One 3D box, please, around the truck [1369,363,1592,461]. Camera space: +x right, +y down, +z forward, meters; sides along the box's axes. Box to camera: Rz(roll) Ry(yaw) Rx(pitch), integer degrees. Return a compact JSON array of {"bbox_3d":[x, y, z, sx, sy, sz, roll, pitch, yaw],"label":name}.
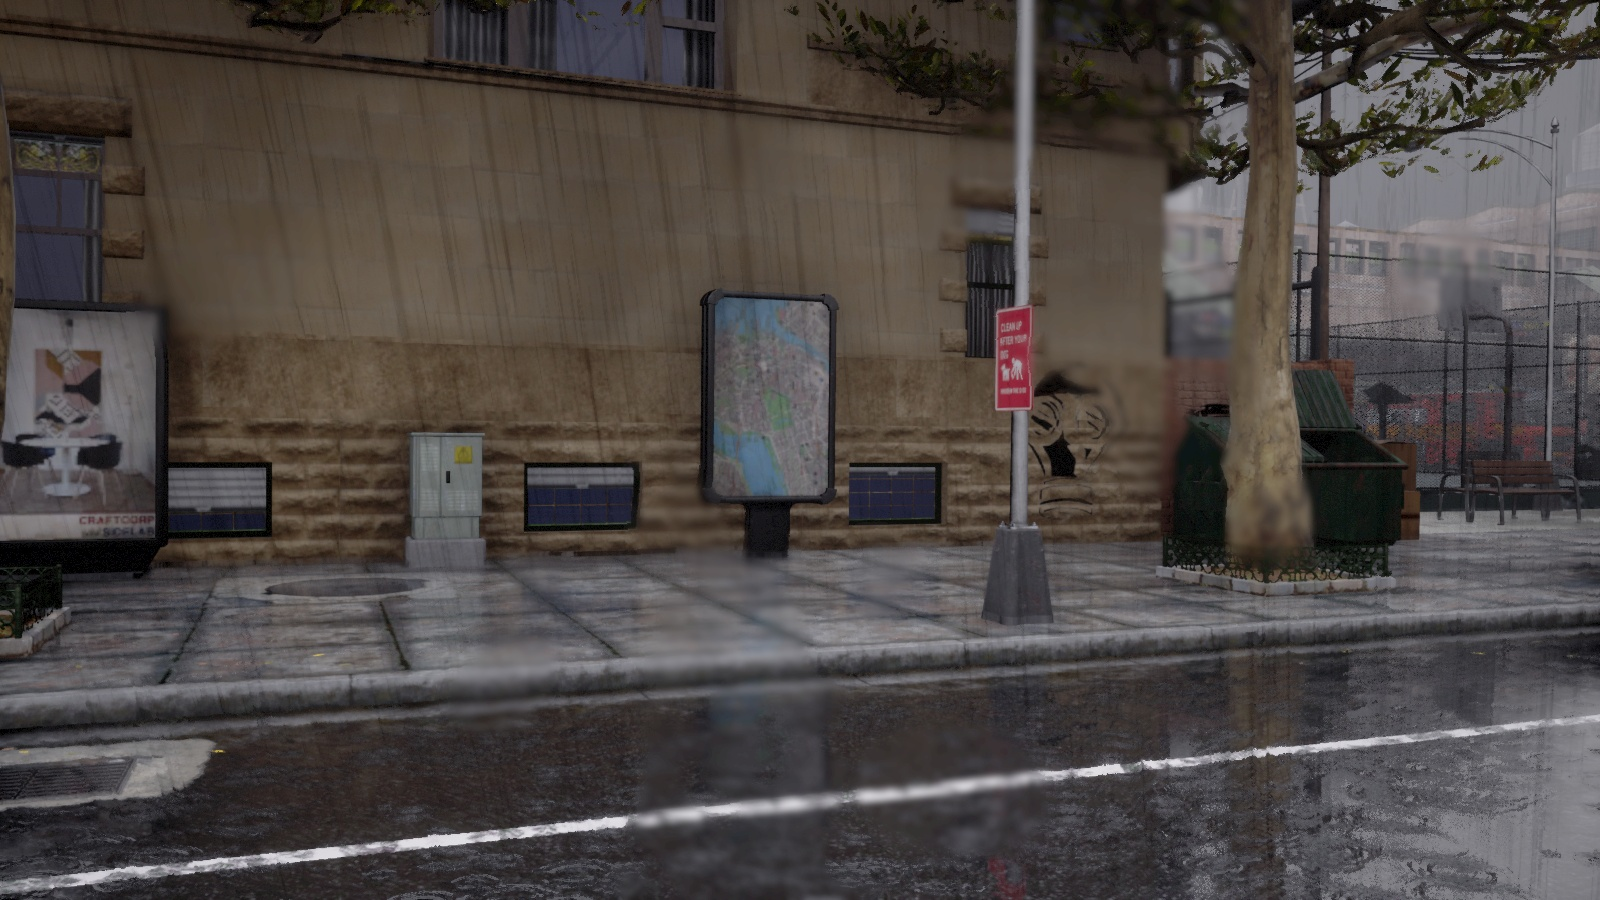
[{"bbox_3d":[28.479,-1.539,53.117,2.891,3.827,8.468,-1,1,-21],"label":"truck"}]
